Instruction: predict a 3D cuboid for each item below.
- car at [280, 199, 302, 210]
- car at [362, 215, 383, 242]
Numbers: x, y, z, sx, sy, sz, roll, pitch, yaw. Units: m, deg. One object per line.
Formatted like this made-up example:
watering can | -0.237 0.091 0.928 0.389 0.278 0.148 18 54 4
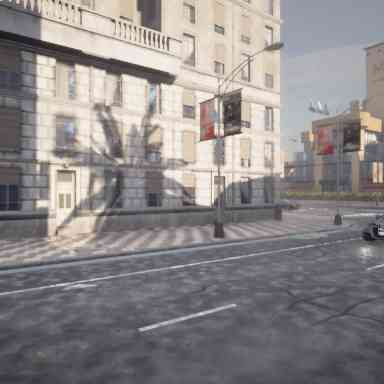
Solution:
car | 11.736 1.561 43.628 2.033 1.411 5.357 0 0 -36
car | 9.615 1.570 15.237 4.181 1.385 1.994 0 0 -37
